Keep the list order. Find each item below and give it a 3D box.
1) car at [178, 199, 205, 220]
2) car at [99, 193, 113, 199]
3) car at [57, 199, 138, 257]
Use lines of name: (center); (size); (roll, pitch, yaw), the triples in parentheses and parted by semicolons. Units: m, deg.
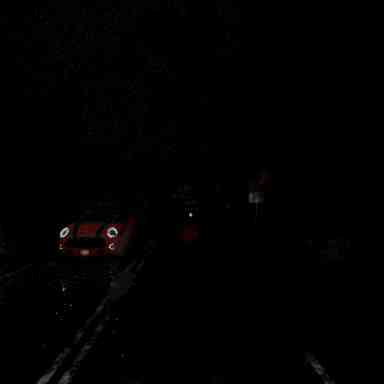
car: (-0.071, 1.357, 26.156); (1.837, 1.490, 4.892); (0, 1, 0)
car: (-13.957, 0.901, 53.896); (1.994, 1.385, 4.181); (0, 1, -16)
car: (-3.407, 1.315, 12.789); (2.097, 1.767, 4.553); (0, 0, 0)
